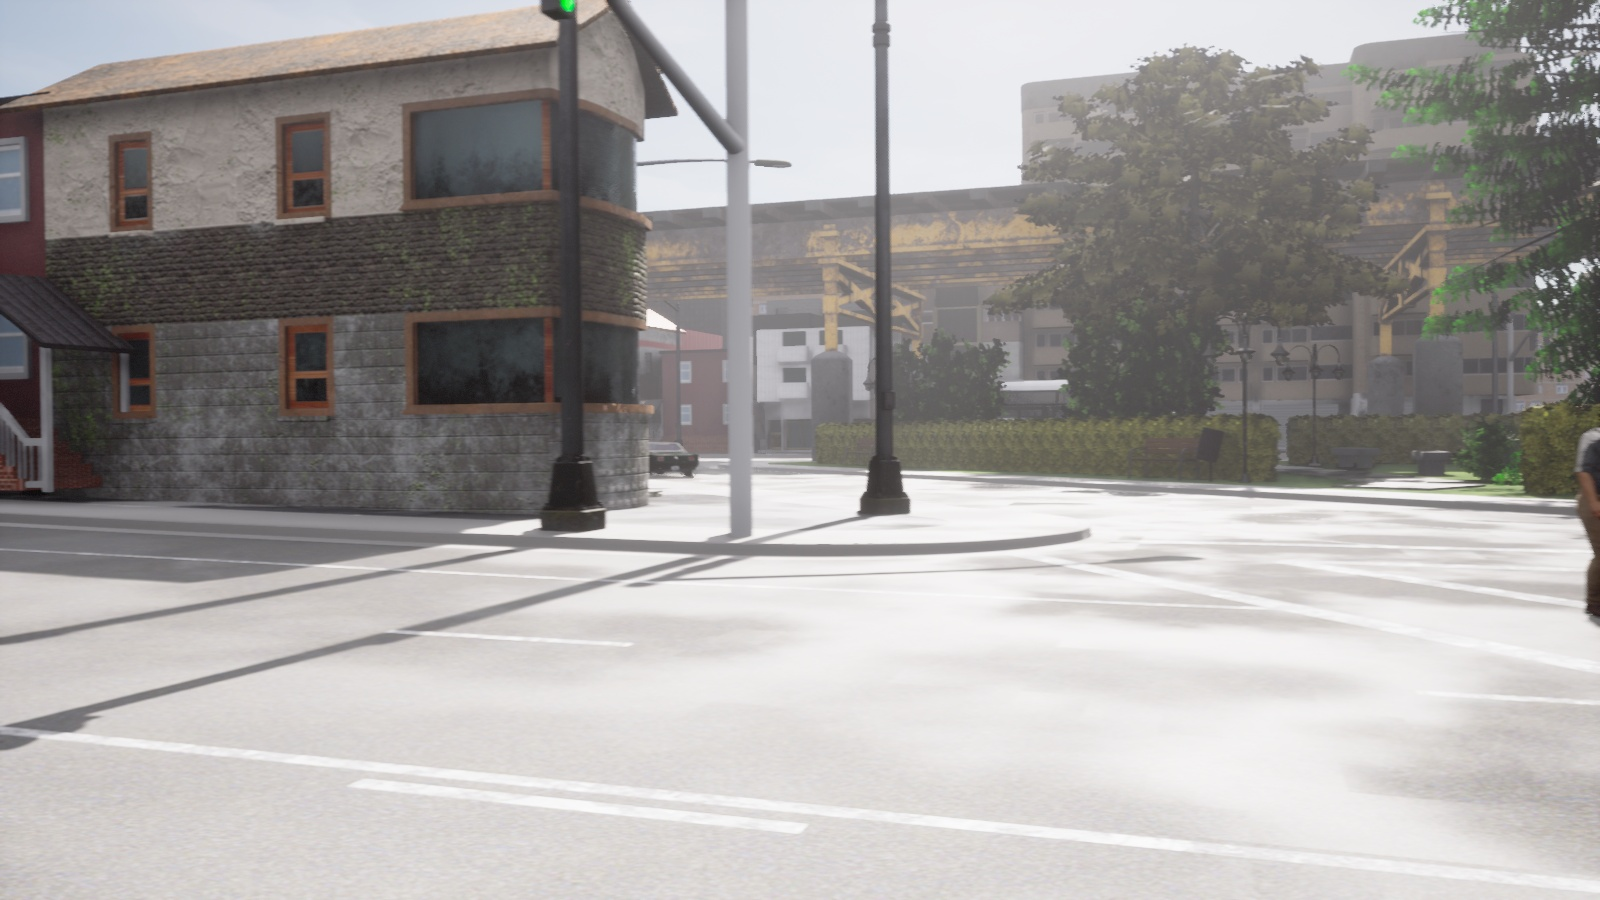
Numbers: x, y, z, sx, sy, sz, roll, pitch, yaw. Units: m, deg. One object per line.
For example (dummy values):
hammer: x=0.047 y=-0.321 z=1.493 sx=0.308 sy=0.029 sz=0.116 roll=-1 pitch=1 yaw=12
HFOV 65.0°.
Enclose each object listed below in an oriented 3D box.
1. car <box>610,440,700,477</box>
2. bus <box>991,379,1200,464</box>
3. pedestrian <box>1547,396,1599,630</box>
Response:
car: x=-5.586 y=0.303 z=47.831 sx=1.895 sy=1.301 sz=4.718 roll=0 pitch=1 yaw=-27
bus: x=15.480 y=-1.456 z=65.734 sx=10.273 sy=4.253 sz=3.944 roll=0 pitch=1 yaw=19
pedestrian: x=6.532 y=0.492 z=10.131 sx=0.540 sy=1.848 sz=0.694 roll=0 pitch=1 yaw=-8
